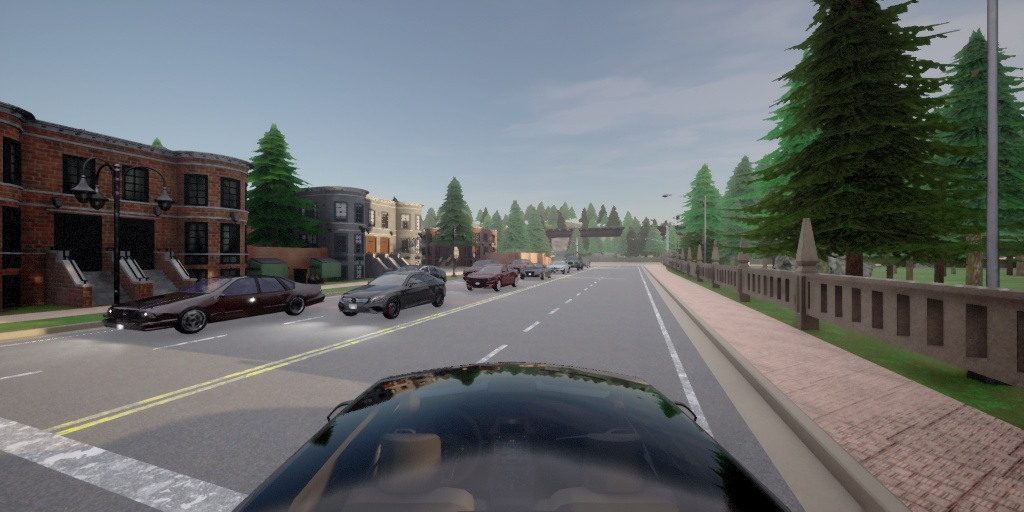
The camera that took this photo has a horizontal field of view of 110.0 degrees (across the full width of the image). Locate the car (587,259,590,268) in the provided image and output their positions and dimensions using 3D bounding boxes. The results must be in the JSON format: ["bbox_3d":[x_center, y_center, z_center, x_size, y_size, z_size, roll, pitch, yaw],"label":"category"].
[{"bbox_3d":[12.215,1.255,61.012,1.837,1.490,4.892,0,0,19],"label":"car"}]

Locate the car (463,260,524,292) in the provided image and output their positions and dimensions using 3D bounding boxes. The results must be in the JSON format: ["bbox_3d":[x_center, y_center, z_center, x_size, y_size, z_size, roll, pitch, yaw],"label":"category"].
[{"bbox_3d":[-1.081,1.228,21.932,1.882,1.535,5.008,0,0,19],"label":"car"}]

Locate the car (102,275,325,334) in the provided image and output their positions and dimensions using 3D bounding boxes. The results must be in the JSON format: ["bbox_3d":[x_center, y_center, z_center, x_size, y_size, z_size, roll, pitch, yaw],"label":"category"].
[{"bbox_3d":[-8.475,1.297,11.052,2.033,1.411,5.357,0,0,19],"label":"car"}]

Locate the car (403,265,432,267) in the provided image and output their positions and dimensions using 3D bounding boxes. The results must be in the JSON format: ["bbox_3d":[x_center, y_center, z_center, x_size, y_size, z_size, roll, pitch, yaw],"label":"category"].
[{"bbox_3d":[-5.430,1.242,20.028,2.128,1.511,4.902,0,0,18],"label":"car"}]

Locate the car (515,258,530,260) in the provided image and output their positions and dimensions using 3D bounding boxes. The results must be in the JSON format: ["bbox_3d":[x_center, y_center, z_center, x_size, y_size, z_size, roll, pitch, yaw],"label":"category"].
[{"bbox_3d":[0.949,1.102,38.802,2.097,1.767,4.553,0,0,19],"label":"car"}]

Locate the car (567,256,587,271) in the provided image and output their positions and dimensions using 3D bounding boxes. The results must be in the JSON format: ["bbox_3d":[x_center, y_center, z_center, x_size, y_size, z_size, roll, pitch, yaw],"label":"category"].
[{"bbox_3d":[8.742,0.972,50.841,2.150,2.045,5.566,0,0,19],"label":"car"}]

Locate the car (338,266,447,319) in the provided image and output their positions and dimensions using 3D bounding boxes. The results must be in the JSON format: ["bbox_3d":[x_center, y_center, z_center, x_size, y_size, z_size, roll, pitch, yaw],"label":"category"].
[{"bbox_3d":[-4.081,1.276,13.099,1.812,1.442,4.674,0,0,19],"label":"car"}]

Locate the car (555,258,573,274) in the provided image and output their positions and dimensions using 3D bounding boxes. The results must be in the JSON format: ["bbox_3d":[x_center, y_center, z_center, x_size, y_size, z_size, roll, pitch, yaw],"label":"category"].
[{"bbox_3d":[5.382,1.276,40.966,1.812,1.442,4.674,0,0,19],"label":"car"}]

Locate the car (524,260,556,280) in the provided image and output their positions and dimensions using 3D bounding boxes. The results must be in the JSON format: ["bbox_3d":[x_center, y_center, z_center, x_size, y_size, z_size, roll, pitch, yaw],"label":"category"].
[{"bbox_3d":[2.147,1.314,31.414,1.994,1.385,4.181,0,0,20],"label":"car"}]
